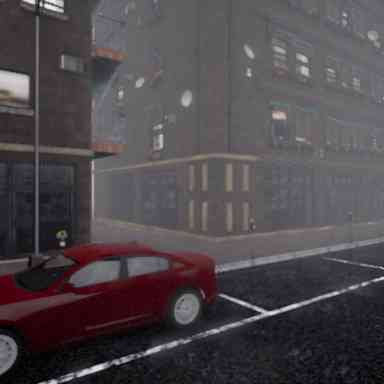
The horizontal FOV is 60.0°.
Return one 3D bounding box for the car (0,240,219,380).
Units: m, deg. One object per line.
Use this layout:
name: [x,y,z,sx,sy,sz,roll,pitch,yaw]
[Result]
car: [-1.616,1.543,5.405,4.507,1.381,1.887,0,0,-36]
